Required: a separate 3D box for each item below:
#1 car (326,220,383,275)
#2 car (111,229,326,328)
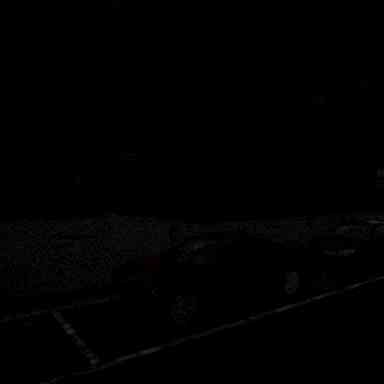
[{"bbox_3d":[5.160,1.538,10.209,4.206,1.307,1.802,0,0,-35],"label":"car"},{"bbox_3d":[0.568,1.525,6.936,4.507,1.381,1.887,0,0,-35],"label":"car"}]
